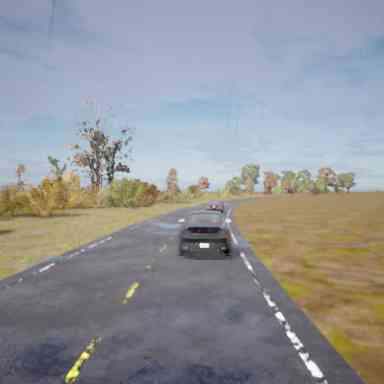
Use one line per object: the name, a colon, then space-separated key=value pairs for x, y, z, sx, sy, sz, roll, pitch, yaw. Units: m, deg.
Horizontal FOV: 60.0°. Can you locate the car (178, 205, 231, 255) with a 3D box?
car: x=0.514 y=1.498 z=13.289 sx=1.837 sy=1.490 sz=4.892 roll=0 pitch=0 yaw=3

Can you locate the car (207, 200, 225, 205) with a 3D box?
car: x=2.541 y=1.518 z=35.907 sx=2.033 sy=1.411 sz=5.357 roll=0 pitch=0 yaw=8
